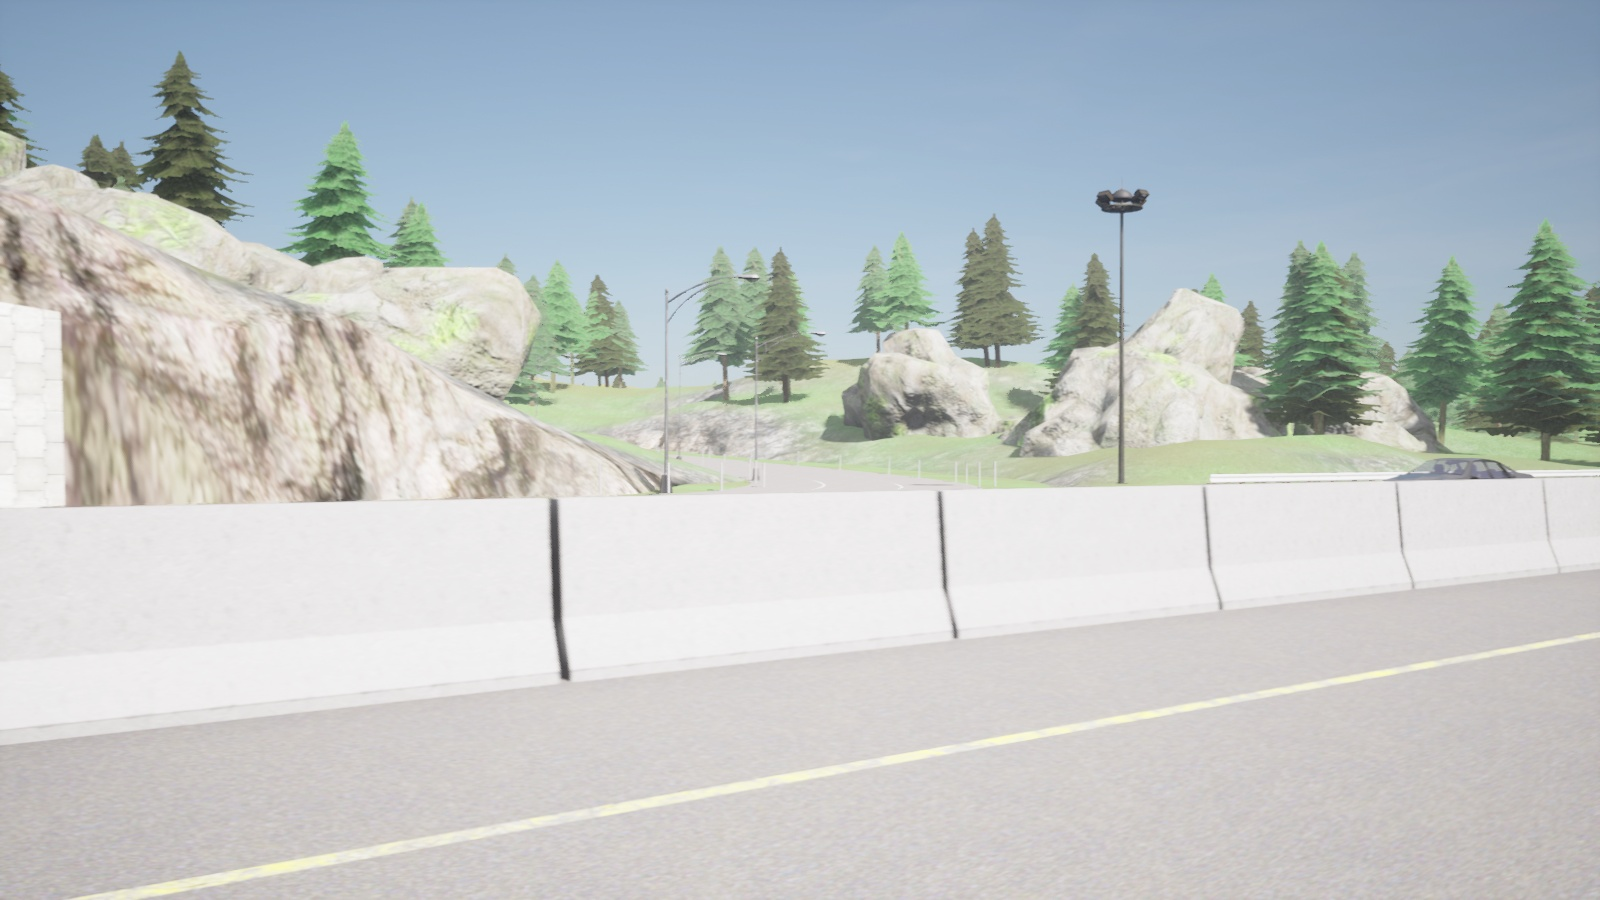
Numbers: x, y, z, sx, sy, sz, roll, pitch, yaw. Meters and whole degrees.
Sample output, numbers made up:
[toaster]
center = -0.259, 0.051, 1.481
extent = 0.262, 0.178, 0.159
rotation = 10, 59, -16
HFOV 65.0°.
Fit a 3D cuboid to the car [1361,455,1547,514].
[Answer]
[car]
center = 17.008, 0.836, 32.554
extent = 5.357, 1.411, 2.033
rotation = 0, 0, -35
